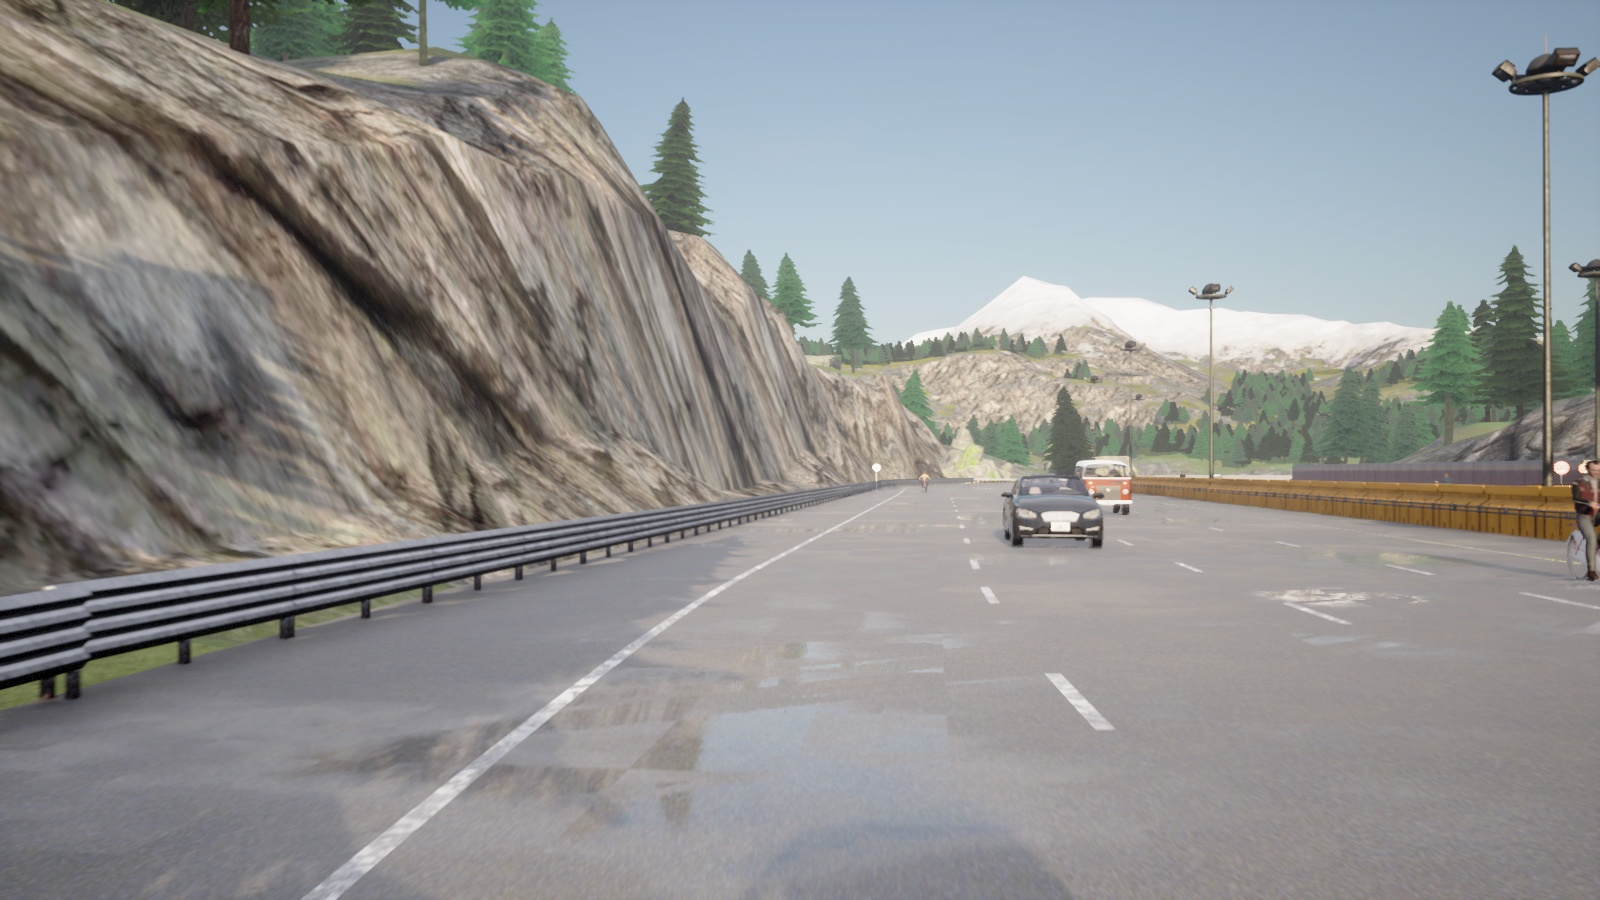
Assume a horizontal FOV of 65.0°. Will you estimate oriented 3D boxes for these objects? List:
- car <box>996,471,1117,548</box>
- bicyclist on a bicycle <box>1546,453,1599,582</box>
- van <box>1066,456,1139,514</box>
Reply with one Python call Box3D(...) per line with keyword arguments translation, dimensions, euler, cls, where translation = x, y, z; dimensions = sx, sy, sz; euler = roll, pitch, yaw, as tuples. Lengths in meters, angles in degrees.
Box3D(translation=(5.374, 1.200, 26.923), dimensions=(2.128, 1.511, 4.902), euler=(0, -1, 7), cls="car")
Box3D(translation=(11.401, 0.939, 17.843), dimensions=(0.659, 1.776, 1.843), euler=(0, -1, 6), cls="bicyclist on a bicycle")
Box3D(translation=(11.117, 1.272, 46.392), dimensions=(2.069, 2.038, 4.480), euler=(0, -1, 6), cls="van")
